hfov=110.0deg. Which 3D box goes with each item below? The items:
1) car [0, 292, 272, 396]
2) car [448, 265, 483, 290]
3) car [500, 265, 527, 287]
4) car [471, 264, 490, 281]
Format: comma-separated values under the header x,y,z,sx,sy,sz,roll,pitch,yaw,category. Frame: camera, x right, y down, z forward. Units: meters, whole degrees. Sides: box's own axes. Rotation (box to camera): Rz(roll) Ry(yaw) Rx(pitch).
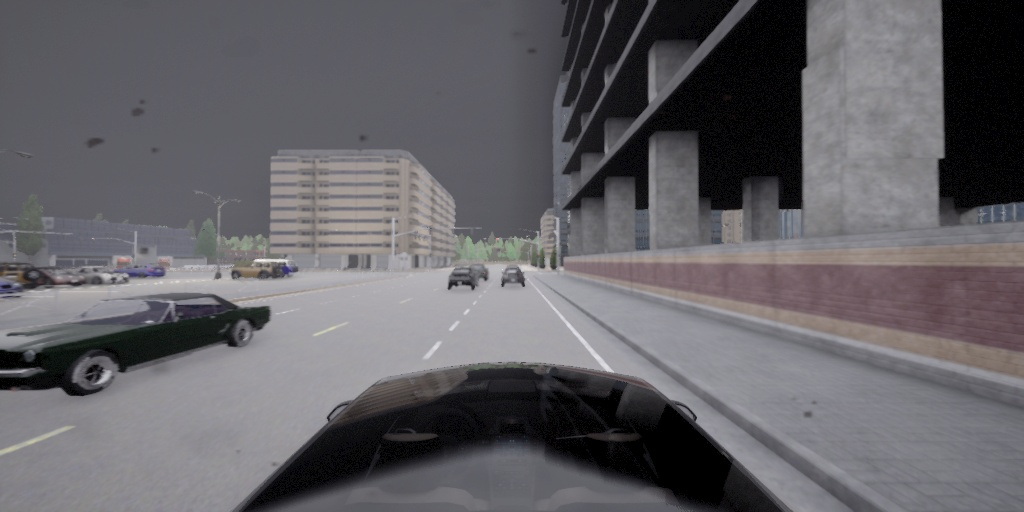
x,y,z,sx,sy,sz,roll,pitch,yaw,category
-7.049,1.422,6.864,1.895,1.301,4.718,0,-1,0,car
-3.418,1.588,25.900,1.837,1.490,4.892,0,-1,0,car
0.087,1.651,28.874,1.812,1.442,4.674,0,-1,0,car
-3.439,1.583,36.506,2.097,1.767,4.553,0,-1,0,car
